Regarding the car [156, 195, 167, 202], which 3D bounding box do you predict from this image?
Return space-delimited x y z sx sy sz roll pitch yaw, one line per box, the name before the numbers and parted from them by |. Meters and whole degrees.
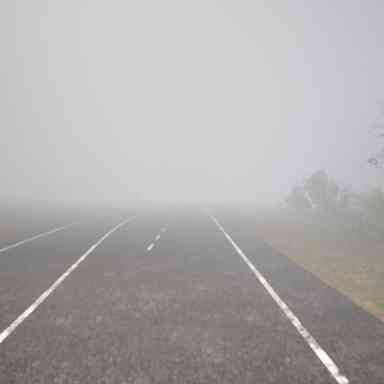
car | -6.870 1.477 74.738 2.097 1.767 4.553 0 0 0
